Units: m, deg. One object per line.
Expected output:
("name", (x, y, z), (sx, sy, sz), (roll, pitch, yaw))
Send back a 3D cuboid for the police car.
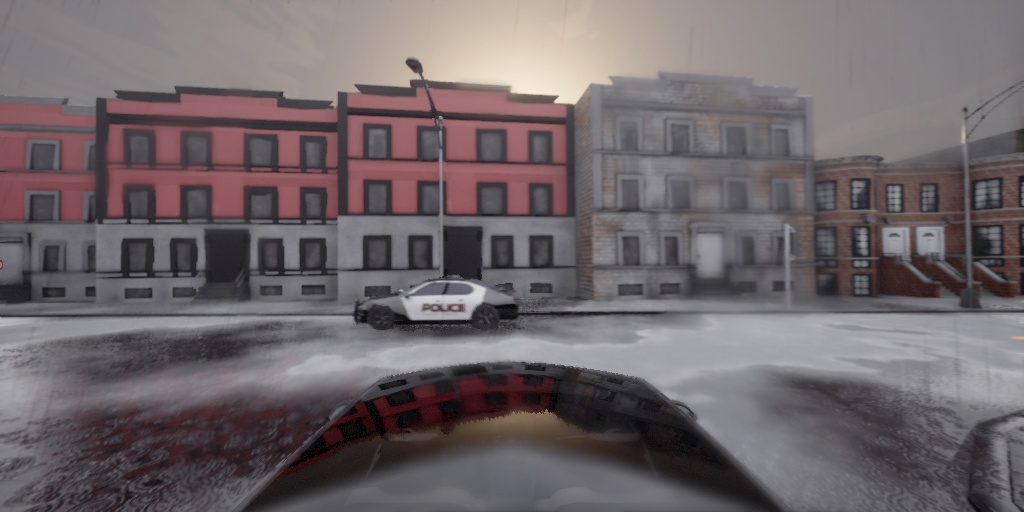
("police car", (-2.235, 1.409, 11.145), (4.974, 1.542, 2.038), (-1, -1, 2))
